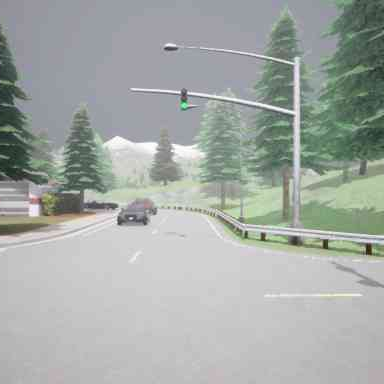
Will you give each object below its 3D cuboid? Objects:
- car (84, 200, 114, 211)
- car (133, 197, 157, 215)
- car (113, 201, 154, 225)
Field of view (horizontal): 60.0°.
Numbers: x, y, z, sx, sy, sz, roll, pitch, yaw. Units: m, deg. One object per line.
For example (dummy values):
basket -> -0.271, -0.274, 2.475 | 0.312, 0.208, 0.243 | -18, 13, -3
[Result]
car -> -11.582, 1.608, 41.395 | 4.718, 1.301, 1.895 | 0, 0, 14
car -> -4.974, 1.352, 33.686 | 2.097, 1.767, 4.553 | 0, 0, -19
car -> -4.098, 1.564, 23.899 | 1.994, 1.385, 4.181 | 0, 0, -2
